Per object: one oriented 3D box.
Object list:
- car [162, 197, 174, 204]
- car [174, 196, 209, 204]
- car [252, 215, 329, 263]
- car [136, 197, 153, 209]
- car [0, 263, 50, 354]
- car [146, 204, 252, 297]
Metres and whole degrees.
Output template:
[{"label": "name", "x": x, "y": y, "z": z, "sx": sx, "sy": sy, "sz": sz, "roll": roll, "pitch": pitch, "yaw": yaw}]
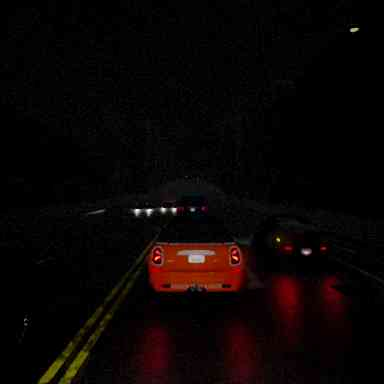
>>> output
[{"label": "car", "x": -3.369, "y": 1.534, "z": 50.148, "sx": 1.882, "sy": 1.535, "sz": 5.008, "roll": 0, "pitch": 0, "yaw": 0}, {"label": "car", "x": 0.042, "y": 1.264, "z": 24.467, "sx": 2.150, "sy": 2.045, "sz": 5.566, "roll": 0, "pitch": 0, "yaw": 0}, {"label": "car", "x": 3.333, "y": 1.549, "z": 11.952, "sx": 1.812, "sy": 1.442, "sz": 4.674, "roll": 0, "pitch": 0, "yaw": 0}, {"label": "car", "x": -6.645, "y": 1.530, "z": 46.667, "sx": 1.882, "sy": 1.535, "sz": 5.008, "roll": 0, "pitch": 0, "yaw": 0}, {"label": "car", "x": -3.357, "y": 1.555, "z": 3.414, "sx": 2.033, "sy": 1.411, "sz": 5.357, "roll": 0, "pitch": 0, "yaw": 0}, {"label": "car", "x": 0.078, "y": 1.369, "z": 8.788, "sx": 2.097, "sy": 1.767, "sz": 4.553, "roll": 0, "pitch": 0, "yaw": 0}]
